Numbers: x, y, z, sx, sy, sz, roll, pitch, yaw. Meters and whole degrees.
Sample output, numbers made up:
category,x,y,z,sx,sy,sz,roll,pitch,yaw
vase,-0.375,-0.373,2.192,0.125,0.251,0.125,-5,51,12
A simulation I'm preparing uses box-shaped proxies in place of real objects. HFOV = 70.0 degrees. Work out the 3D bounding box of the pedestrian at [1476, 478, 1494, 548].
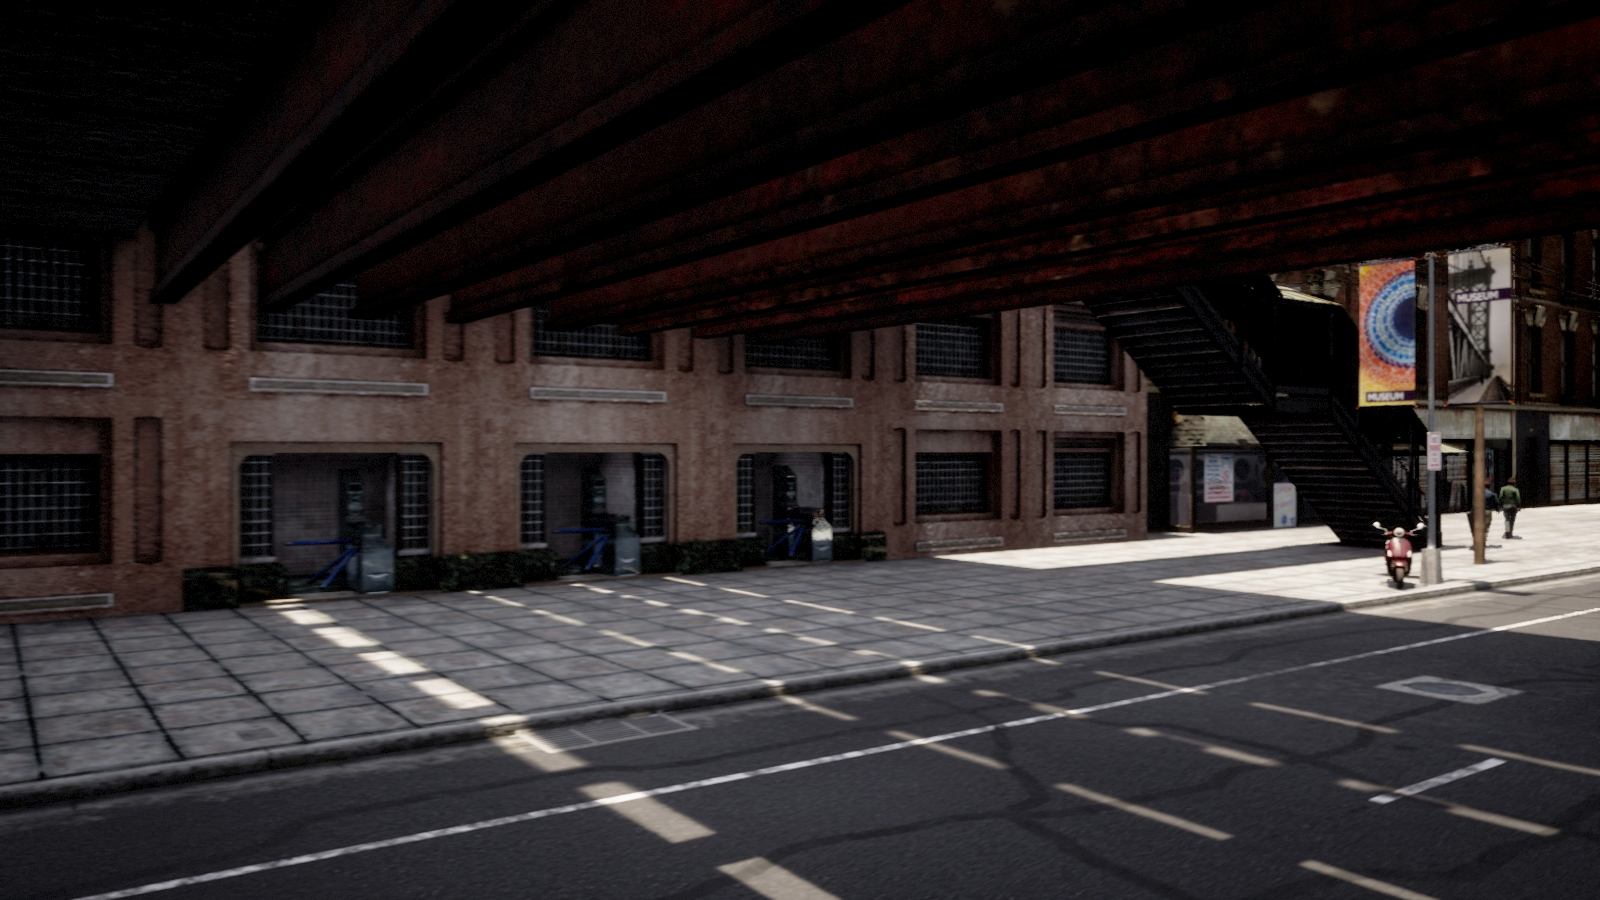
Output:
category,x,y,z,sx,sy,sz,roll,pitch,yaw
pedestrian,18.486,1.696,30.838,0.375,1.860,0.375,0,0,37

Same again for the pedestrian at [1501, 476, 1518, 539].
category,x,y,z,sx,sy,sz,roll,pitch,yaw
pedestrian,21.108,1.696,33.989,0.375,1.860,0.375,0,0,39
